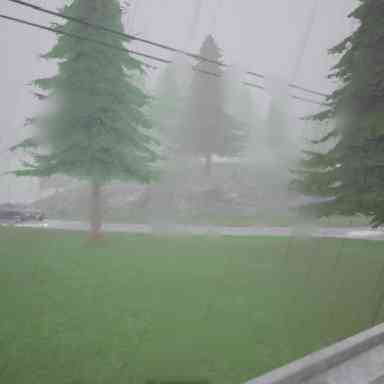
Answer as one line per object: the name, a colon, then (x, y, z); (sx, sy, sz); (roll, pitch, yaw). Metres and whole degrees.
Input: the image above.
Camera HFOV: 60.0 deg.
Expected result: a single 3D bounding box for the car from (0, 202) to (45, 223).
car: (-13.253, 1.530, 25.489); (4.892, 1.490, 1.837); (0, 0, 34)
